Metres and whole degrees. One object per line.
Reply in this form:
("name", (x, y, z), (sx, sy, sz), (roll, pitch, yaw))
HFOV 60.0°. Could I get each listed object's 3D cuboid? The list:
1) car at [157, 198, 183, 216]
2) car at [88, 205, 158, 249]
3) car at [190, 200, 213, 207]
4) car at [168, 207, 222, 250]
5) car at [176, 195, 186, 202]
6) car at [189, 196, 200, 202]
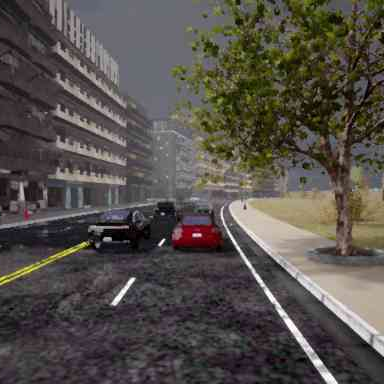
("car", (-2.203, 1.540, 29.443), (1.837, 1.490, 4.892), (0, 0, 4))
("car", (-2.990, 1.504, 14.521), (2.128, 1.511, 4.902), (0, 0, 2))
("car", (1.041, 1.639, 29.244), (1.895, 1.301, 4.718), (0, 0, 4))
("car", (0.259, 1.581, 14.406), (1.994, 1.385, 4.181), (0, 0, 2))
("car", (-2.556, 1.576, 78.013), (1.837, 1.490, 4.892), (0, 0, 10))
("car", (0.635, 1.599, 77.396), (1.812, 1.442, 4.674), (0, 0, 10))
